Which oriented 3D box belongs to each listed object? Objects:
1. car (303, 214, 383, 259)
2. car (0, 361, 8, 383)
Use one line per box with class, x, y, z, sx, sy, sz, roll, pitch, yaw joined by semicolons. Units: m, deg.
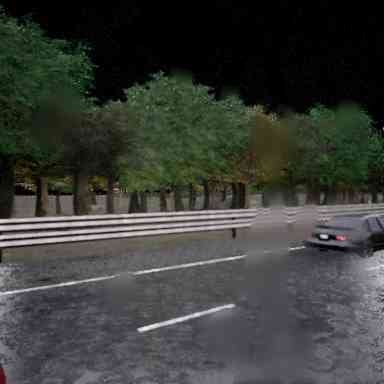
car;6.495;1.553;12.671;5.357;1.411;2.033;0;0;-35
car;-3.512;1.477;1.242;5.008;1.535;1.882;0;0;-35
